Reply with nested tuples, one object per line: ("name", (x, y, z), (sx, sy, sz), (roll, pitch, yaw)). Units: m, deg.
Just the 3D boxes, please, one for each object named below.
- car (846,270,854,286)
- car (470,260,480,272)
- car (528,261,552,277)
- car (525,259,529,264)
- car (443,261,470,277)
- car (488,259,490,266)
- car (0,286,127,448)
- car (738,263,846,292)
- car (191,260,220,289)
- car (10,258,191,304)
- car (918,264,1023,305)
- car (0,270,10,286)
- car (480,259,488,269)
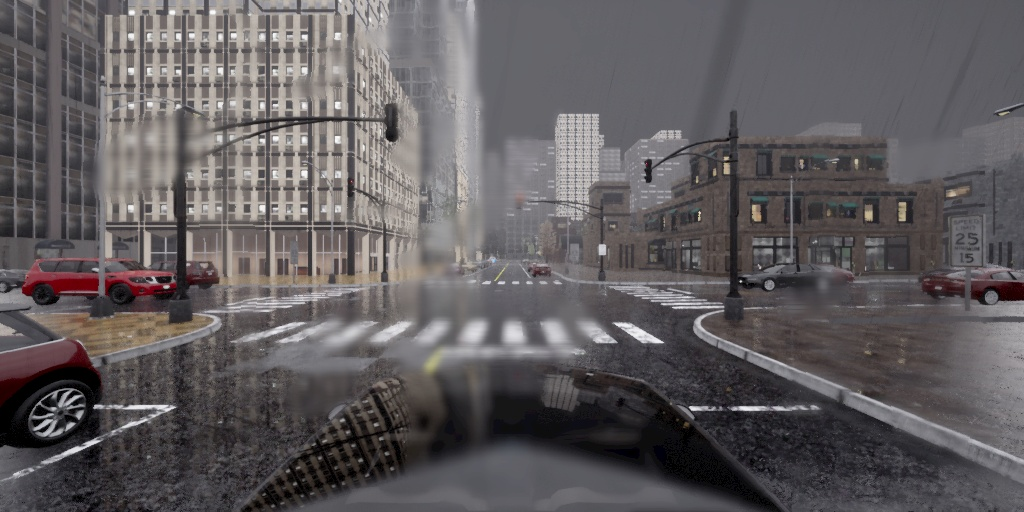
("car", (19.053, 1.202, 22.586), (4.207, 1.307, 1.802), (0, 0, -1))
("car", (-5.466, 1.291, 45.684), (1.751, 1.417, 4.829), (0, 0, 0))
("car", (2.859, 1.304, 34.729), (1.888, 1.381, 4.507), (0, 0, 0))
("car", (2.915, 1.348, 45.811), (1.802, 1.307, 4.207), (0, 0, 0))
("car", (-5.523, 1.341, 34.773), (1.802, 1.307, 4.207), (0, 0, 0))
("car", (-5.379, 1.344, 62.476), (1.948, 1.339, 4.313), (0, 0, 0))
("car", (-5.691, 1.190, 2.306), (1.967, 1.591, 4.097), (0, 0, 0))
("car", (15.142, 1.147, 19.960), (4.892, 1.490, 1.837), (0, 0, -1))
("car", (-21.019, 1.203, 22.189), (5.009, 1.841, 2.192), (0, 0, -1))
("car", (-18.590, 1.087, 16.425), (5.566, 2.045, 2.150), (0, 0, -1))
("car", (19.136, 1.153, 14.206), (4.507, 1.381, 1.888), (0, 0, -1))
("car", (-31.429, 1.508, 22.086), (4.403, 1.370, 2.007), (0, 0, -1))
("car", (-5.407, 1.324, 56.936), (2.007, 1.370, 4.403), (0, 0, 0))
